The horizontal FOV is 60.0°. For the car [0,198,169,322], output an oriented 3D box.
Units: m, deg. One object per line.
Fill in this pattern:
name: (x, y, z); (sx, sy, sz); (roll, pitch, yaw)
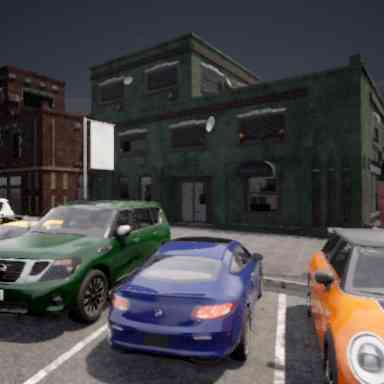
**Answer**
car: (-2.206, 1.233, 7.676); (2.435, 2.045, 5.566); (1, -1, 15)

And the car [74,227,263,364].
car: (0.219, 1.525, 5.947); (2.002, 1.452, 4.674); (0, -1, 16)

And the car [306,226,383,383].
car: (2.677, 1.361, 4.232); (2.185, 1.767, 4.553); (1, -1, 16)
